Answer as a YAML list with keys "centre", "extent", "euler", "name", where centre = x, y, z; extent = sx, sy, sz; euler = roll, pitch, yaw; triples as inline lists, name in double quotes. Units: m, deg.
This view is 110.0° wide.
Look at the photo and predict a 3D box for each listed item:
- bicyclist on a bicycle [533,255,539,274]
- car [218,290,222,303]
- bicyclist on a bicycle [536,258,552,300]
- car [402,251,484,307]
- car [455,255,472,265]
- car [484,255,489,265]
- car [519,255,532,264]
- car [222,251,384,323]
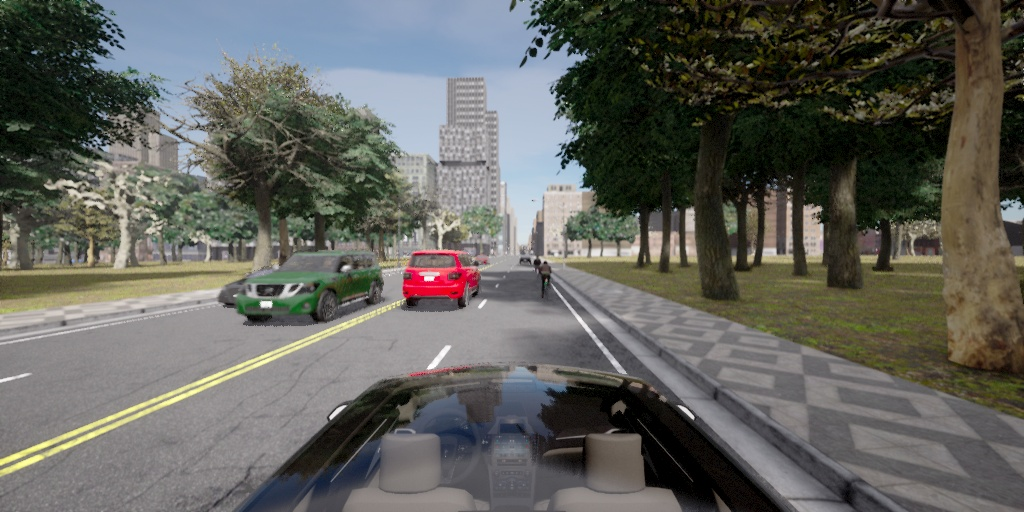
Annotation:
- centre: [1.812, 0.821, 25.646]
  extent: [0.659, 1.776, 1.843]
  euler: [0, 1, 2]
  name: "bicyclist on a bicycle"
- centre: [-9.338, 1.142, 14.367]
  extent: [1.994, 1.385, 4.181]
  euler: [0, 1, 2]
  name: "car"
- centre: [1.449, 1.028, 15.428]
  extent: [0.582, 1.620, 1.656]
  euler: [0, 0, 2]
  name: "bicyclist on a bicycle"
- centre: [-2.630, 0.805, 14.494]
  extent: [2.150, 2.045, 5.566]
  euler: [0, 1, 2]
  name: "car"
- centre: [-7.763, 0.593, 57.848]
  extent: [1.837, 1.490, 4.892]
  euler: [0, 0, 2]
  name: "car"
- centre: [-4.612, 0.594, 55.273]
  extent: [1.882, 1.535, 5.008]
  euler: [0, 0, 2]
  name: "car"
- centre: [2.237, 0.552, 60.063]
  extent: [1.882, 1.535, 5.008]
  euler: [0, 0, 2]
  name: "car"
- centre: [-6.165, 0.835, 11.867]
  extent: [2.150, 2.045, 5.566]
  euler: [0, 1, 2]
  name: "car"
